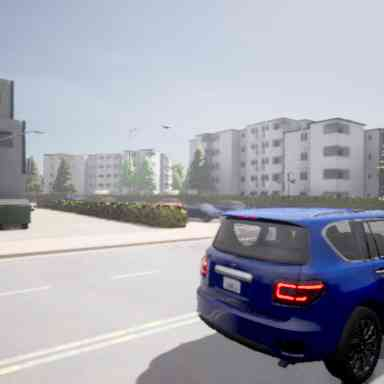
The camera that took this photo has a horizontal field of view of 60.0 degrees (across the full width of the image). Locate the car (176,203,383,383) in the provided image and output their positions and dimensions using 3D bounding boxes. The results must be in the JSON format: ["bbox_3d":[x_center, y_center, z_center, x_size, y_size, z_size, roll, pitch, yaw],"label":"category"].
[{"bbox_3d":[2.680,1.270,5.687,5.566,2.045,2.150,1,0,-35],"label":"car"}]

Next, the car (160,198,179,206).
[{"bbox_3d":[-2.211,1.534,38.269,2.097,1.767,4.553,1,0,-36],"label":"car"}]

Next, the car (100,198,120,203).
[{"bbox_3d":[-13.108,1.688,53.254,1.837,1.490,4.892,1,-1,-37],"label":"car"}]

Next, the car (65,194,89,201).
[{"bbox_3d":[-19.125,1.371,55.244,2.150,2.045,5.566,1,-1,-44],"label":"car"}]

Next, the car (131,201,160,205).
[{"bbox_3d":[-5.782,1.714,37.240,1.994,1.385,4.181,1,0,-36],"label":"car"}]

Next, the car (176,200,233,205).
[{"bbox_3d":[0.932,1.677,27.872,1.812,1.442,4.674,1,0,-36],"label":"car"}]

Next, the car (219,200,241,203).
[{"bbox_3d":[3.722,1.534,29.994,2.097,1.767,4.553,1,0,-36],"label":"car"}]
